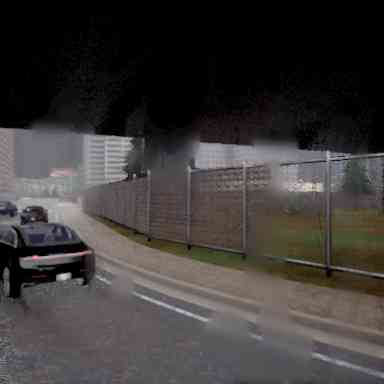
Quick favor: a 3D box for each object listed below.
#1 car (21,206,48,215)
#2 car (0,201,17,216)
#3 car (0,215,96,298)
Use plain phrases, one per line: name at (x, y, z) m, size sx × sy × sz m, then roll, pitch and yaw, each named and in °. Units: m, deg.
car at (-12.667, 1.838, 26.788) m, size 1.812 × 1.442 × 4.674 m, roll 1°, pitch -1°, yaw -23°
car at (-20.275, 1.759, 36.013) m, size 2.097 × 1.767 × 4.553 m, roll 1°, pitch -1°, yaw -22°
car at (-4.201, 1.599, 8.962) m, size 2.128 × 1.511 × 4.902 m, roll 1°, pitch -1°, yaw -38°
